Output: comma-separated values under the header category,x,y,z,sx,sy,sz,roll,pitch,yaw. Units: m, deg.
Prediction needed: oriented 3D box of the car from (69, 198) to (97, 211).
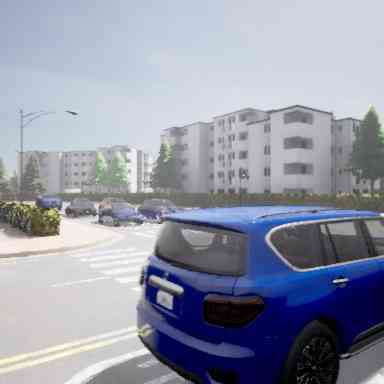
category,x,y,z,sx,sy,sz,roll,pitch,yaw
car,-13.585,1.497,41.248,1.837,1.490,4.892,0,0,-36

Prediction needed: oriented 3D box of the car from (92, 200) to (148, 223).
category,x,y,z,sx,sy,sz,roll,pitch,yaw
car,-5.175,1.521,23.503,1.812,1.442,4.674,0,0,-36

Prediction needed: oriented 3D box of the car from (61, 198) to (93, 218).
category,x,y,z,sx,sy,sz,roll,pitch,yaw
car,-10.246,1.559,30.612,1.994,1.385,4.181,0,0,-35

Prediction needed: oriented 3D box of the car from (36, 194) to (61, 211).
category,x,y,z,sx,sy,sz,roll,pitch,yaw
car,-17.634,1.218,40.920,2.150,2.045,5.566,0,0,-36

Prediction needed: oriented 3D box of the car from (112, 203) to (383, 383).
category,x,y,z,sx,sy,sz,roll,pitch,yaw
car,1.875,1.221,5.120,5.566,2.045,2.150,0,0,-36

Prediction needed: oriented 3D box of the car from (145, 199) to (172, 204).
category,x,y,z,sx,sy,sz,roll,pitch,yaw
car,-2.384,1.345,25.622,2.097,1.767,4.553,0,0,-36

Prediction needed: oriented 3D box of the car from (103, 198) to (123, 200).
category,x,y,z,sx,sy,sz,roll,pitch,yaw
car,-7.566,1.345,32.862,2.097,1.767,4.553,0,0,-36
